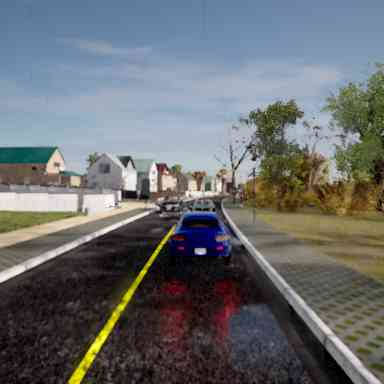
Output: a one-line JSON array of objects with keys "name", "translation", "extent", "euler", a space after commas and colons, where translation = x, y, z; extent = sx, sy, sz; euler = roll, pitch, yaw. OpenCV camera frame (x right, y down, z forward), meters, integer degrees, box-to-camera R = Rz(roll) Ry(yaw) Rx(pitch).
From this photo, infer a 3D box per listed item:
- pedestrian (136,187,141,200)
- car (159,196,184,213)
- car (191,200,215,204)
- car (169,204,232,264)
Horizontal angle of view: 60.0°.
[{"name": "pedestrian", "translation": [-7.573, 0.177, 47.475], "extent": [0.375, 1.860, 0.375], "euler": [0, -2, 4]}, {"name": "car", "translation": [-1.784, 1.089, 30.489], "extent": [2.128, 1.511, 4.902], "euler": [0, 1, 4]}, {"name": "car", "translation": [0.838, 1.254, 25.612], "extent": [1.895, 1.301, 4.718], "euler": [0, 1, 3]}, {"name": "car", "translation": [0.278, 1.363, 11.107], "extent": [1.812, 1.442, 4.674], "euler": [0, 1, 1]}]
